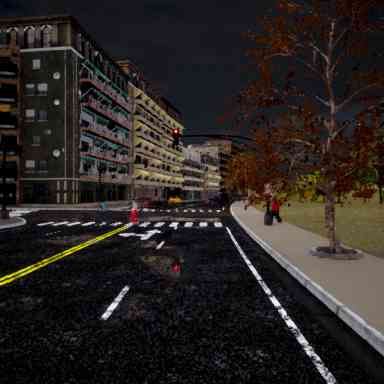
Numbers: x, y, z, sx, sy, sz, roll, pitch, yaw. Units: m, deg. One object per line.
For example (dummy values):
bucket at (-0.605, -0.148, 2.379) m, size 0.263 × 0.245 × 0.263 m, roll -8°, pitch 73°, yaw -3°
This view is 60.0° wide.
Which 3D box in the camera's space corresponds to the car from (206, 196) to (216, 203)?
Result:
car at (4.455, 1.834, 78.842) m, size 2.128 × 1.511 × 4.902 m, roll 0°, pitch 0°, yaw 11°

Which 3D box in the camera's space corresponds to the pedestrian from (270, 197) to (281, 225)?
pedestrian at (5.353, 1.167, 21.489) m, size 0.375 × 1.860 × 0.375 m, roll 0°, pitch 0°, yaw 3°

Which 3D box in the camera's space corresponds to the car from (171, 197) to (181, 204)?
car at (-3.665, 1.730, 70.510) m, size 1.882 × 1.535 × 5.008 m, roll 0°, pitch 0°, yaw 10°

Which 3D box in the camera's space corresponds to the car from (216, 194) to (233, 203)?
car at (7.661, 1.534, 78.300) m, size 2.150 × 2.045 × 5.566 m, roll 0°, pitch 0°, yaw 11°

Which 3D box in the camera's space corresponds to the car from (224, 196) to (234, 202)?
car at (9.814, 1.871, 88.711) m, size 2.128 × 1.511 × 4.902 m, roll 0°, pitch 0°, yaw 13°

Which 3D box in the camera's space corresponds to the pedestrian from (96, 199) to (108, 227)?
pedestrian at (-5.802, 1.319, 21.481) m, size 0.375 × 1.860 × 0.375 m, roll 0°, pitch 0°, yaw 3°

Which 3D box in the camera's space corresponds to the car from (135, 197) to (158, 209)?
car at (-6.895, 1.478, 48.257) m, size 2.097 × 1.767 × 4.553 m, roll 0°, pitch 0°, yaw 7°

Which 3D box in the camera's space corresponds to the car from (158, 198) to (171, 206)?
car at (-5.520, 1.786, 58.939) m, size 1.895 × 1.301 × 4.718 m, roll 0°, pitch 0°, yaw 8°

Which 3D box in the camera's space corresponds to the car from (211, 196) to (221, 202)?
car at (6.545, 1.816, 88.990) m, size 1.882 × 1.535 × 5.008 m, roll 0°, pitch 0°, yaw 13°

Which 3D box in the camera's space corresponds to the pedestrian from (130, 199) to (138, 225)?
pedestrian at (-3.940, 1.322, 22.584) m, size 0.375 × 1.860 × 0.375 m, roll 0°, pitch 0°, yaw 3°
